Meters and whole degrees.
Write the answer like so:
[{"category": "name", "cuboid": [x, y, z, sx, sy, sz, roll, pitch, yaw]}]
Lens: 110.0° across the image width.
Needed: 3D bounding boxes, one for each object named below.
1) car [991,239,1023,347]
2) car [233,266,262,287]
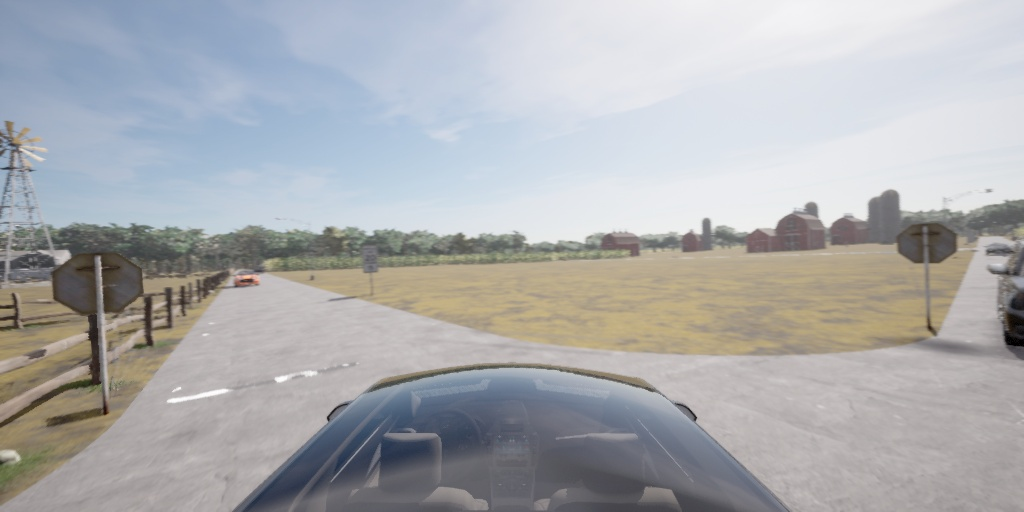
[{"category": "car", "cuboid": [11.030, 0.648, 6.791, 5.566, 2.045, 2.150, -4, 1, -37]}, {"category": "car", "cuboid": [-28.473, 2.325, 38.449, 2.097, 1.767, 4.553, -3, 1, -37]}]
